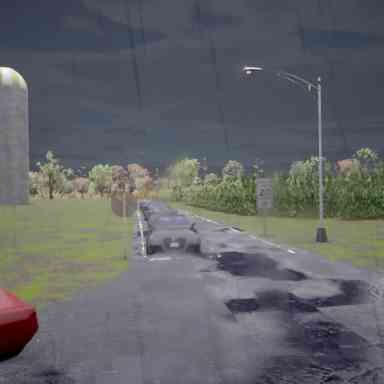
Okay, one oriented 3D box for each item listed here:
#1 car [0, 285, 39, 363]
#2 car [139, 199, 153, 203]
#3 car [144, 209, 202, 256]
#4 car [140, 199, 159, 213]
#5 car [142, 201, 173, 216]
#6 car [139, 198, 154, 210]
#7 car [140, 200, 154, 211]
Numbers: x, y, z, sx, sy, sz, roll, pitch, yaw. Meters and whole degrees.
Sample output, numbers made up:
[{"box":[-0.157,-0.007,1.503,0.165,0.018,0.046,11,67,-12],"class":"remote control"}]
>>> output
[{"box":[-4.190,1.605,3.118,4.718,1.301,1.895,0,0,-44],"class":"car"},{"box":[-4.357,1.708,35.729,2.033,1.411,5.357,-1,0,-10],"class":"car"},{"box":[-0.787,1.632,13.400,1.994,1.385,4.181,-1,0,-6],"class":"car"},{"box":[-5.497,1.680,42.084,2.128,1.511,4.902,-1,0,-10],"class":"car"},{"box":[-2.008,1.595,22.095,2.128,1.511,4.902,-1,0,-10],"class":"car"},{"box":[-6.609,1.693,48.172,1.882,1.535,5.008,-1,0,-10],"class":"car"},{"box":[-3.299,1.698,29.664,1.994,1.385,4.181,-1,0,-10],"class":"car"}]
